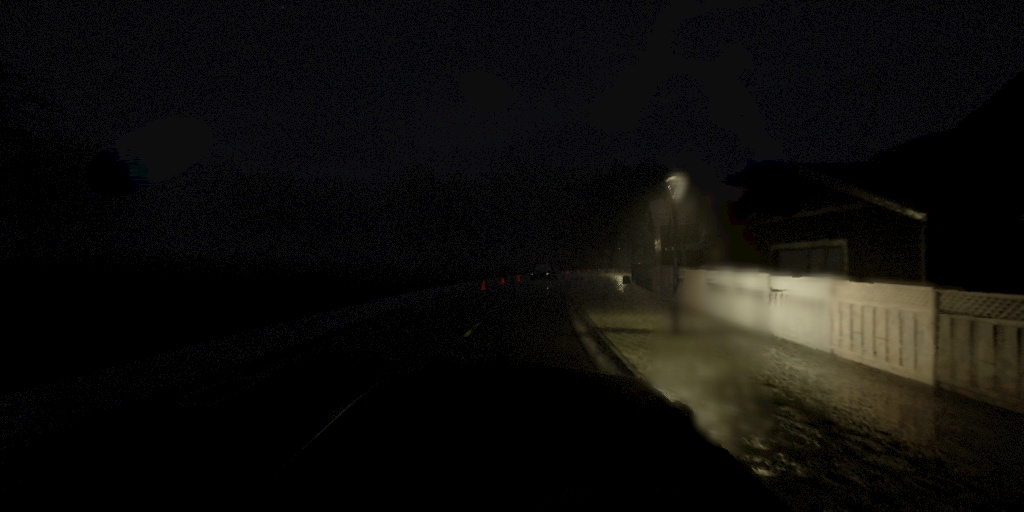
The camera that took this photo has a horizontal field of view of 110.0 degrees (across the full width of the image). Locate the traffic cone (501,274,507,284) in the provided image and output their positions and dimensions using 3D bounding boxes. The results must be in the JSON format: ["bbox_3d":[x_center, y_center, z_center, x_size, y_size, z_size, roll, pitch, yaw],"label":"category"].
[{"bbox_3d":[-0.757,1.915,27.933,0.340,0.580,0.340,0,0,14],"label":"traffic cone"}]

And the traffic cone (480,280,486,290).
[{"bbox_3d":[-1.827,1.852,22.937,0.340,0.580,0.340,0,0,16],"label":"traffic cone"}]

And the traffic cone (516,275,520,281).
[{"bbox_3d":[0.556,1.986,32.874,0.340,0.580,0.340,0,0,16],"label":"traffic cone"}]

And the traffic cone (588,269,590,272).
[{"bbox_3d":[13.029,2.401,60.796,0.340,0.580,0.340,0,0,32],"label":"traffic cone"}]

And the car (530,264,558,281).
[{"bbox_3d":[3.065,1.524,33.737,1.882,1.535,5.008,0,-1,18],"label":"car"}]

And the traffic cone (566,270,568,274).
[{"bbox_3d":[8.023,2.267,51.883,0.340,0.580,0.340,0,0,27],"label":"traffic cone"}]

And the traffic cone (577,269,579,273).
[{"bbox_3d":[10.424,2.335,56.397,0.340,0.580,0.340,0,0,29],"label":"traffic cone"}]
